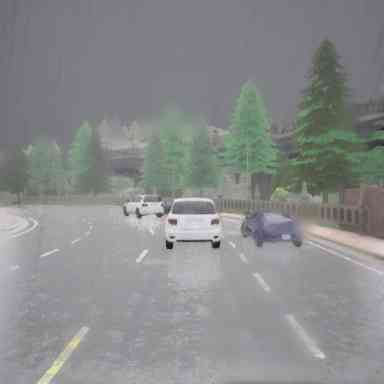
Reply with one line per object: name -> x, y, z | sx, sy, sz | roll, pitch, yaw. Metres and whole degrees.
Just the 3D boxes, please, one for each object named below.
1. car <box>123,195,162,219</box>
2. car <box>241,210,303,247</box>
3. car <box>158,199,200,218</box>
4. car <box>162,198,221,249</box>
car -> -4.423, 1.258, 29.815 | 2.150, 2.045, 5.566 | 0, 0, -30
car -> 3.463, 1.533, 14.885 | 1.812, 1.442, 4.674 | 0, 0, -3
car -> -1.371, 1.485, 31.530 | 1.882, 1.535, 5.008 | 0, 0, -30
car -> -0.035, 1.258, 14.758 | 2.150, 2.045, 5.566 | 0, 0, -3
